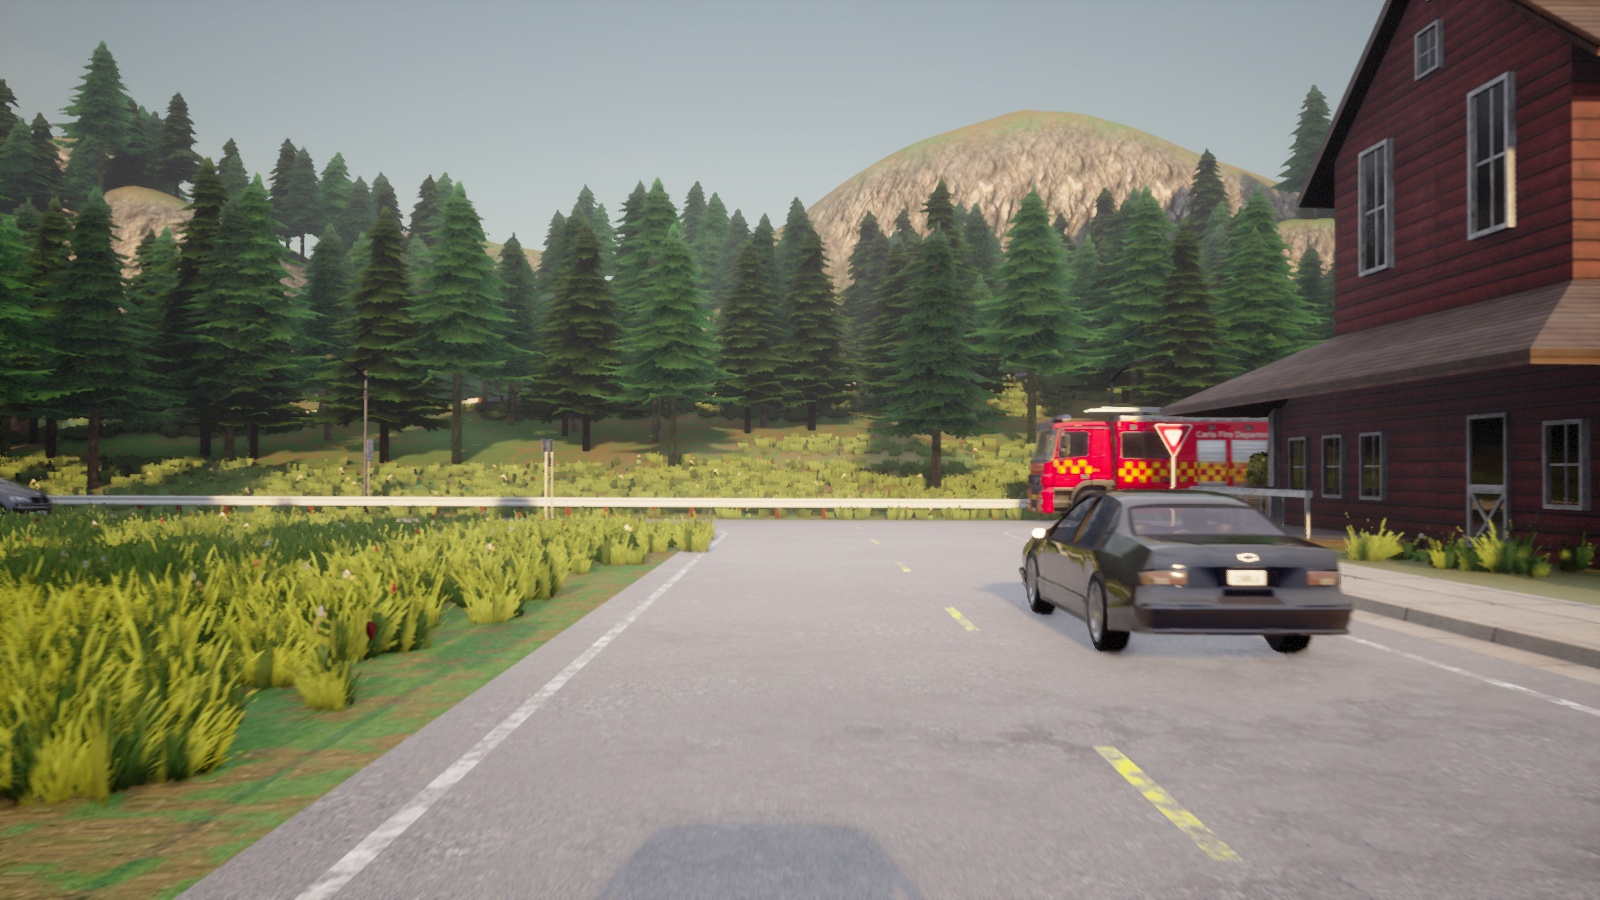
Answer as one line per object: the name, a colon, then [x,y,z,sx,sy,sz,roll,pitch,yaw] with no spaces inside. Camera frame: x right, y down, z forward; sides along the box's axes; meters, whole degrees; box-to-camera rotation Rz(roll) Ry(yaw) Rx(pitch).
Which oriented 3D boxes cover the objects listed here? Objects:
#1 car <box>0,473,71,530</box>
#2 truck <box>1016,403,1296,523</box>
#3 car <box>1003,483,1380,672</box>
car: [-25.063,1.536,38.081,4.611,1.667,2.242,0,-1,0]
truck: [11.677,0.442,41.739,8.468,3.827,2.891,0,-1,0]
car: [3.470,1.056,12.418,2.033,1.411,5.357,0,-1,0]
